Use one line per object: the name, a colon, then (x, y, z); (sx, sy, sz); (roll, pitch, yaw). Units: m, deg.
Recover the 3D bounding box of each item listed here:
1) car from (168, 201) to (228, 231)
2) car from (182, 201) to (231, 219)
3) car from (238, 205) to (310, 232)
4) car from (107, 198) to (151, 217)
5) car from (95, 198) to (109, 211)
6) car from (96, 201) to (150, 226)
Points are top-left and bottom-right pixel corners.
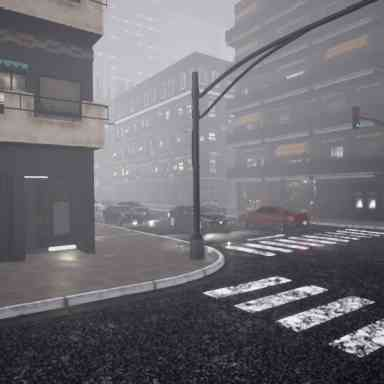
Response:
car: (0.258, 1.534, 21.201); (1.837, 1.490, 4.892); (-1, 1, -36)
car: (1.189, 1.512, 29.144); (2.008, 1.369, 4.403); (-1, 1, -36)
car: (4.798, 1.513, 19.975); (1.812, 1.442, 4.674); (-1, 1, -36)
car: (-5.309, 1.540, 28.879); (1.837, 1.490, 4.892); (-1, 1, -36)
car: (-11.356, 1.568, 37.237); (1.812, 1.442, 4.674); (-1, 1, -36)
car: (-5.191, 1.632, 24.519); (1.947, 1.339, 4.313); (-1, 1, -36)
